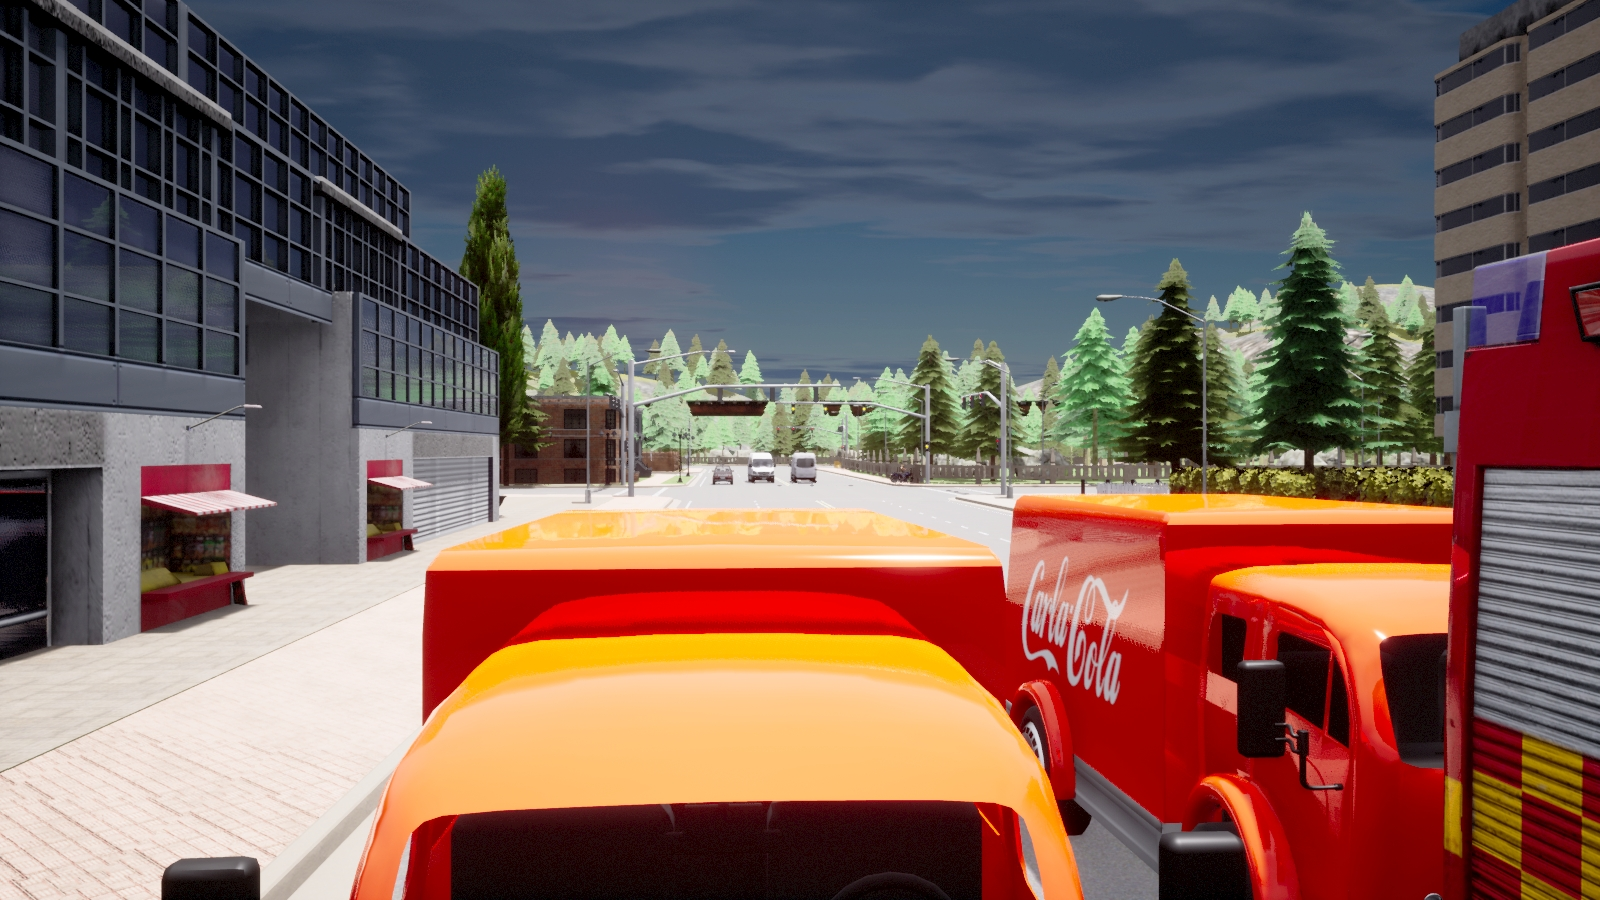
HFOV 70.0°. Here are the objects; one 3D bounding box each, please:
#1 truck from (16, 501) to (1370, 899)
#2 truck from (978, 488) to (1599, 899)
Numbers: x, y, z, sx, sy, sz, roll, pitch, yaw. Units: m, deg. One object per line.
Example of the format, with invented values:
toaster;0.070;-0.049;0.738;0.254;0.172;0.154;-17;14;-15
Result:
truck;-0.347;1.568;4.821;2.627;2.467;5.204;0;0;-4
truck;3.003;1.568;7.234;2.627;2.467;5.204;0;0;-4
